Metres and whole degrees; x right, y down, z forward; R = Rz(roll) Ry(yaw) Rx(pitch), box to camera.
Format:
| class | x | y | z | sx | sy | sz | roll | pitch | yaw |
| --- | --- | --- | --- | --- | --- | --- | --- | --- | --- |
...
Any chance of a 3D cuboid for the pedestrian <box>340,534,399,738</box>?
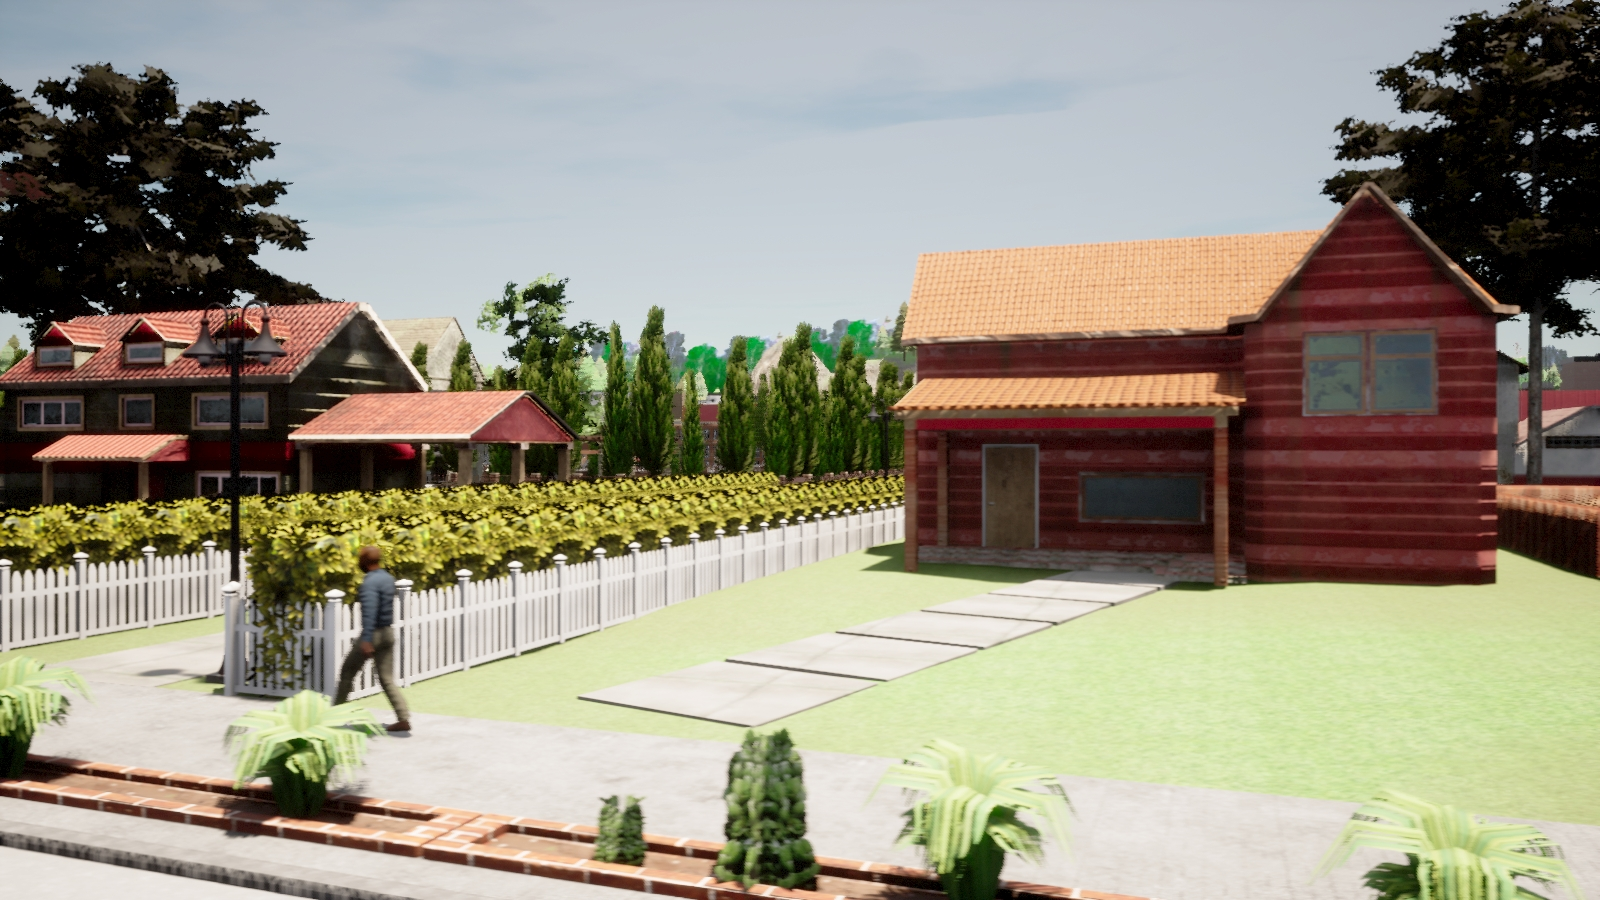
| class | x | y | z | sx | sy | sz | roll | pitch | yaw |
| --- | --- | --- | --- | --- | --- | --- | --- | --- | --- |
| pedestrian | -4.090 | 1.743 | 10.856 | 0.375 | 1.860 | 0.375 | 0 | 0 | 18 |
